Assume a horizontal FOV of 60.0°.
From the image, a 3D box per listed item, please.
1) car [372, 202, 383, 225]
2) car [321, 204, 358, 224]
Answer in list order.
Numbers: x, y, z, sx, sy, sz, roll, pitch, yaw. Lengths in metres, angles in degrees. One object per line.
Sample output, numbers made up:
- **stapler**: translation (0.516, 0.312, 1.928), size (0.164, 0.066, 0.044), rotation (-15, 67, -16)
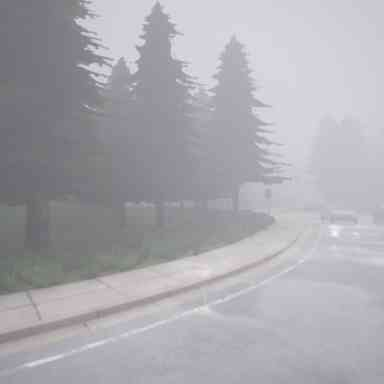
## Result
- **car**: translation (14.689, 1.449, 24.215), size (2.097, 1.767, 4.553), rotation (-1, 0, 16)
- **car**: translation (11.554, 1.662, 26.330), size (1.812, 1.442, 4.674), rotation (0, 0, 8)
